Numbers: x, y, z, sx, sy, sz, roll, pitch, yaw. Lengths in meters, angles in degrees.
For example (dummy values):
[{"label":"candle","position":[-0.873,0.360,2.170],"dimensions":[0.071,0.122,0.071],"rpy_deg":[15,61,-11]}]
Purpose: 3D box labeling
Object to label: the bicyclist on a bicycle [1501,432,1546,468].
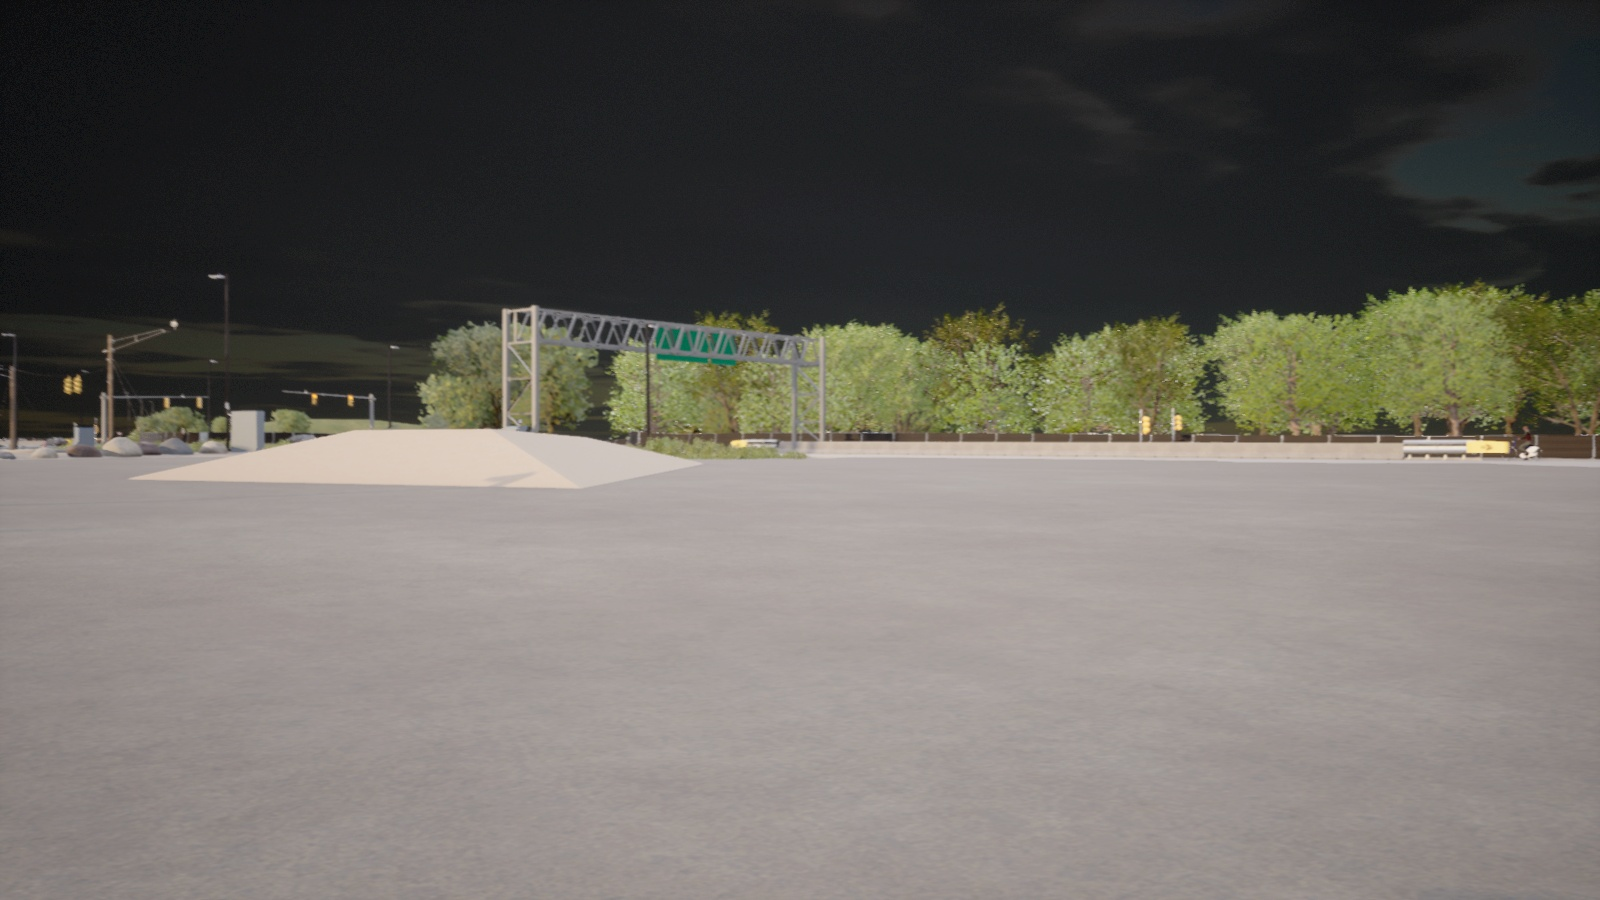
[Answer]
[{"label":"bicyclist on a bicycle","position":[36.300,0.010,63.014],"dimensions":[1.843,1.776,0.659],"rpy_deg":[2,1,44]}]
